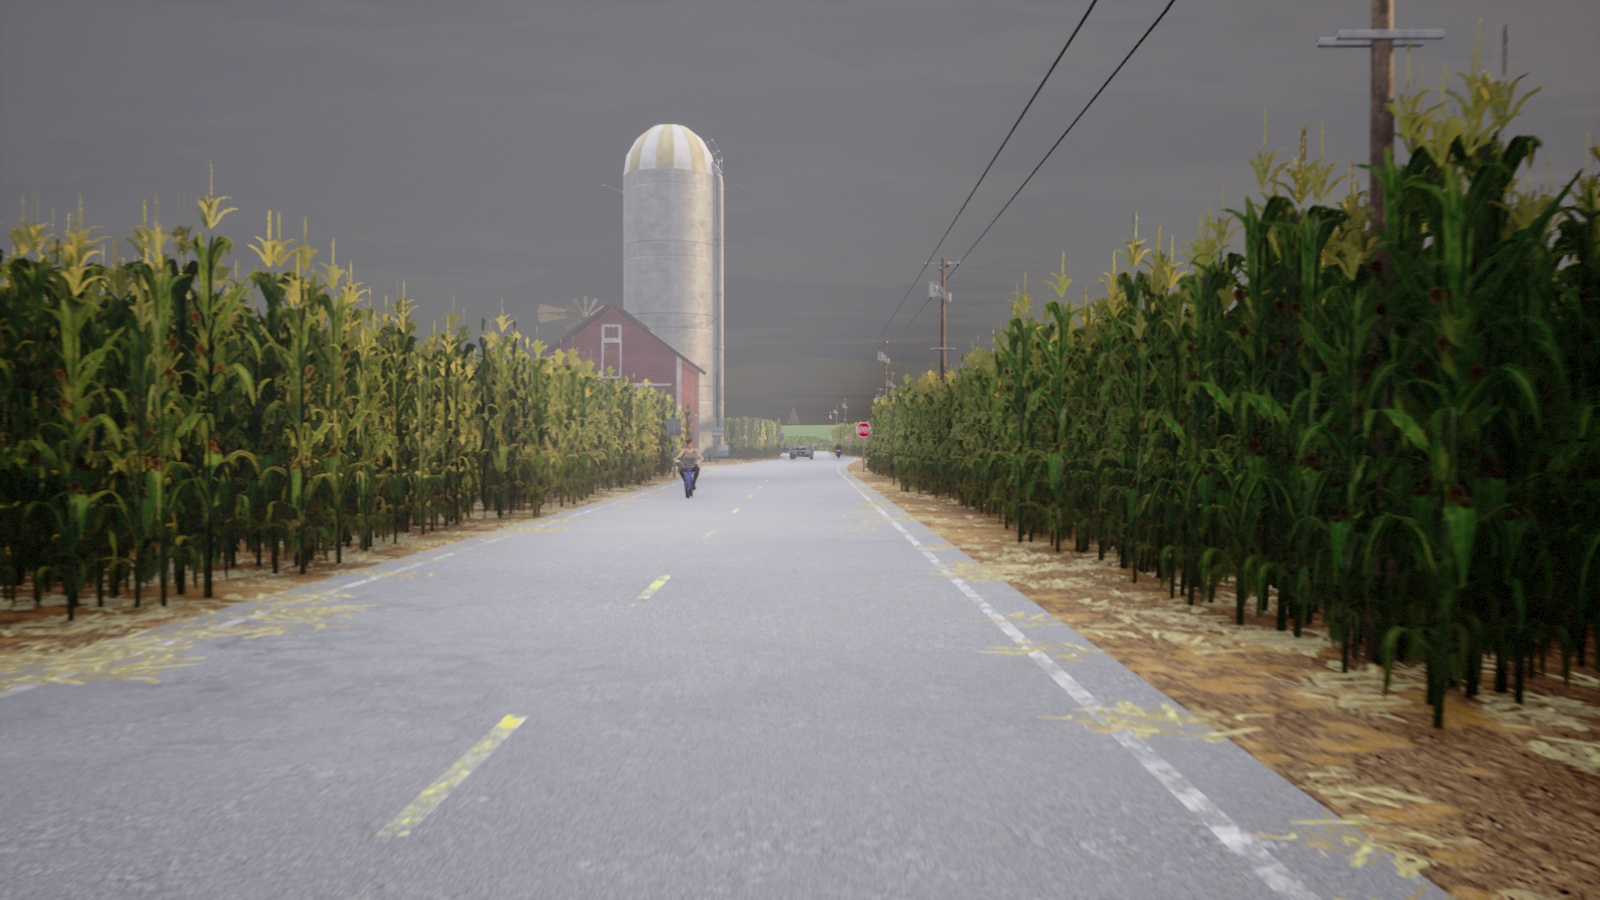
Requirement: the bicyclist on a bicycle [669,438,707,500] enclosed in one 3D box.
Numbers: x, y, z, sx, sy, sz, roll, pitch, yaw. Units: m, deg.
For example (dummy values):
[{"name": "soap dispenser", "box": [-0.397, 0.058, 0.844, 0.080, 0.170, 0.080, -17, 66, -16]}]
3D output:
[{"name": "bicyclist on a bicycle", "box": [-2.984, 0.491, 33.656, 0.866, 1.612, 1.509, 0, 0, 1]}]
